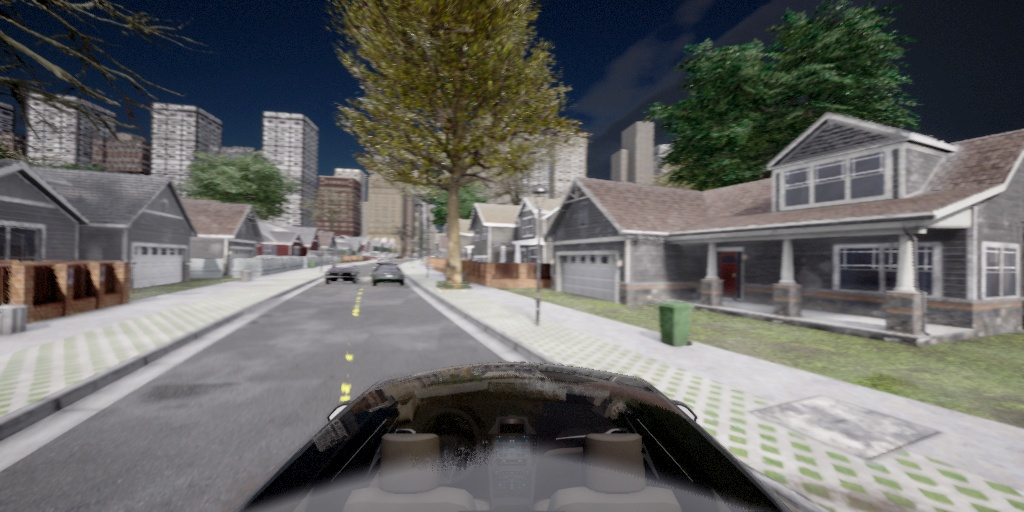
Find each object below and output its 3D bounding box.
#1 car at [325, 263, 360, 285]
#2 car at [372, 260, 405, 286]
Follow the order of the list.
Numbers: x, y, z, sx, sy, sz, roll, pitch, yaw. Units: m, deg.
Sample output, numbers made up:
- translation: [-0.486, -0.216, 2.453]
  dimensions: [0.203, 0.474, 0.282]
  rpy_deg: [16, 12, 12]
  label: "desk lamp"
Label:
- translation: [-11.397, 1.161, 24.273]
  dimensions: [1.895, 1.301, 4.718]
  rpy_deg: [1, 0, -20]
  label: "car"
- translation: [-8.272, 1.182, 23.954]
  dimensions: [1.994, 1.385, 4.181]
  rpy_deg: [1, 0, -21]
  label: "car"
